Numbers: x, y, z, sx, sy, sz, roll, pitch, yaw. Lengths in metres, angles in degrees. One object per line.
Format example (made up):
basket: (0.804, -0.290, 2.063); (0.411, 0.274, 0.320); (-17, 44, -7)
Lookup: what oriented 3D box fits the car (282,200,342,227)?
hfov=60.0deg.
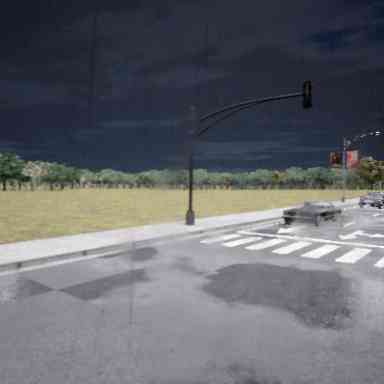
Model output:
car: (6.950, 1.155, 19.082); (1.895, 1.301, 4.718); (1, 2, 40)

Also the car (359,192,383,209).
car: (17.309, 0.744, 31.578); (2.128, 1.511, 4.902); (1, 2, 40)
